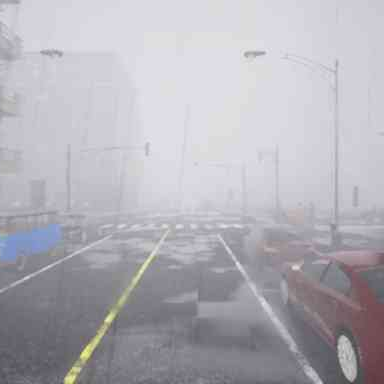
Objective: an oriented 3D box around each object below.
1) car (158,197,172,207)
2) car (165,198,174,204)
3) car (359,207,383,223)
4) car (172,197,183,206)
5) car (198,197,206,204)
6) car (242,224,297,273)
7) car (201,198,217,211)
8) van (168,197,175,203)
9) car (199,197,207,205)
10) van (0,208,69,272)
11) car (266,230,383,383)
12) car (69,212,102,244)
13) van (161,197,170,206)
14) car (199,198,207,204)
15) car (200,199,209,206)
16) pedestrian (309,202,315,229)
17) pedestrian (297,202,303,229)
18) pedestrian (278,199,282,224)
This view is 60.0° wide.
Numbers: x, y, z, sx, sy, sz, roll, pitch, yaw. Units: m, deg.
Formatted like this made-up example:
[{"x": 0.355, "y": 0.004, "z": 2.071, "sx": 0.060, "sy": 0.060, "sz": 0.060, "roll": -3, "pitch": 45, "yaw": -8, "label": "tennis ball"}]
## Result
[{"x": -5.673, "y": 2.197, "z": 65.814, "sx": 1.947, "sy": 1.339, "sz": 4.313, "roll": -1, "pitch": -1, "yaw": 0, "label": "car"}, {"x": -5.666, "y": 2.321, "z": 82.751, "sx": 1.887, "sy": 1.381, "sz": 4.507, "roll": -1, "pitch": 0, "yaw": 0, "label": "car"}, {"x": 16.730, "y": 1.986, "z": 28.587, "sx": 4.403, "sy": 1.369, "sz": 2.008, "roll": 0, "pitch": 0, "yaw": 1, "label": "car"}, {"x": -2.970, "y": 2.145, "z": 69.929, "sx": 1.882, "sy": 1.535, "sz": 5.008, "roll": 0, "pitch": -1, "yaw": 0, "label": "car"}, {"x": 2.689, "y": 2.263, "z": 88.428, "sx": 1.967, "sy": 1.590, "sz": 4.097, "roll": -1, "pitch": 0, "yaw": 0, "label": "car"}, {"x": 2.684, "y": 1.692, "z": 10.845, "sx": 1.802, "sy": 1.307, "sz": 4.206, "roll": -1, "pitch": -1, "yaw": 0, "label": "car"}, {"x": 2.667, "y": 2.023, "z": 48.907, "sx": 1.887, "sy": 1.381, "sz": 4.507, "roll": -1, "pitch": -1, "yaw": 0, "label": "car"}, {"x": -5.664, "y": 2.210, "z": 94.047, "sx": 1.690, "sy": 1.788, "sz": 3.998, "roll": -1, "pitch": 0, "yaw": 0, "label": "van"}, {"x": 2.668, "y": 1.969, "z": 54.554, "sx": 1.967, "sy": 1.590, "sz": 4.097, "roll": -1, "pitch": -1, "yaw": 0, "label": "car"}, {"x": -5.699, "y": 1.452, "z": 10.815, "sx": 1.690, "sy": 1.788, "sz": 3.998, "roll": -1, "pitch": -1, "yaw": 0, "label": "van"}, {"x": 2.681, "y": 1.599, "z": 5.265, "sx": 1.887, "sy": 1.381, "sz": 4.507, "roll": -1, "pitch": -1, "yaw": 0, "label": "car"}, {"x": -5.694, "y": 1.718, "z": 16.392, "sx": 2.008, "sy": 1.369, "sz": 4.403, "roll": -1, "pitch": -1, "yaw": 0, "label": "car"}, {"x": -5.674, "y": 2.021, "z": 71.462, "sx": 1.690, "sy": 1.788, "sz": 3.998, "roll": -1, "pitch": -1, "yaw": 0, "label": "van"}, {"x": 2.680, "y": 2.216, "z": 82.781, "sx": 1.967, "sy": 1.590, "sz": 4.097, "roll": -1, "pitch": 0, "yaw": 0, "label": "car"}, {"x": 2.677, "y": 2.224, "z": 71.490, "sx": 1.887, "sy": 1.381, "sz": 4.507, "roll": -1, "pitch": 0, "yaw": 0, "label": "car"}, {"x": 8.144, "y": 1.601, "z": 22.657, "sx": 0.375, "sy": 1.860, "sz": 0.375, "roll": -1, "pitch": 0, "yaw": 0, "label": "pedestrian"}, {"x": 7.144, "y": 1.542, "z": 22.057, "sx": 0.375, "sy": 1.860, "sz": 0.375, "roll": -1, "pitch": 0, "yaw": 0, "label": "pedestrian"}, {"x": 6.145, "y": 1.383, "z": 23.256, "sx": 0.375, "sy": 1.860, "sz": 0.375, "roll": -1, "pitch": 0, "yaw": 0, "label": "pedestrian"}]
